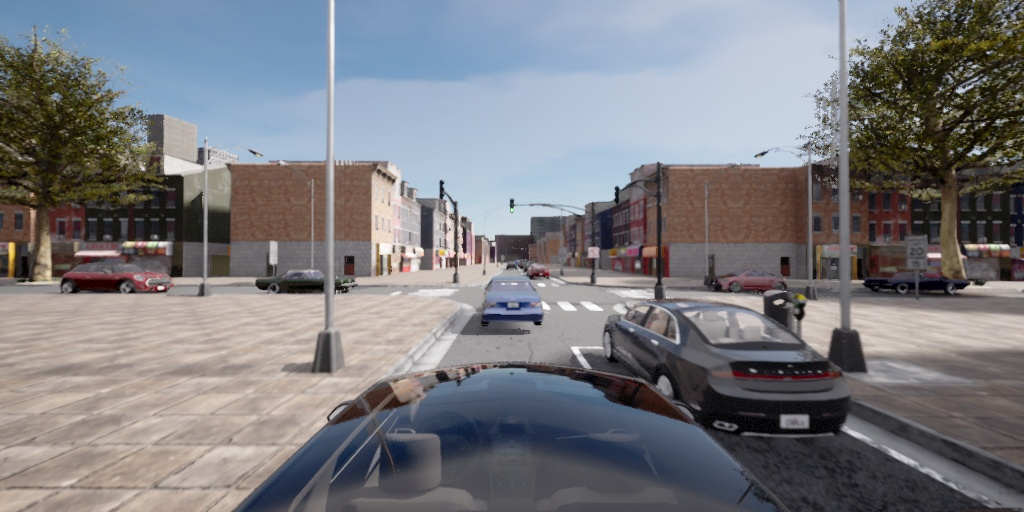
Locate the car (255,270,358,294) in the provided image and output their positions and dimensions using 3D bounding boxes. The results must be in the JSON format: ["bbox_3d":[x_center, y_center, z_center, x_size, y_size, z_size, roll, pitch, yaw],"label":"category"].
[{"bbox_3d":[-10.980,1.416,19.453,4.718,1.301,1.895,0,-1,0],"label":"car"}]

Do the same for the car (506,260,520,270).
[{"bbox_3d":[-0.054,1.709,63.859,1.837,1.490,4.892,0,-1,0],"label":"car"}]

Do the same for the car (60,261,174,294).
[{"bbox_3d":[-21.314,1.150,19.510,4.553,1.767,2.097,0,-1,0],"label":"car"}]

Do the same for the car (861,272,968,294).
[{"bbox_3d":[24.793,1.639,22.222,4.718,1.301,1.895,0,-1,0],"label":"car"}]

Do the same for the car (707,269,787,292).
[{"bbox_3d":[14.529,1.528,22.278,4.181,1.385,1.994,0,-1,0],"label":"car"}]

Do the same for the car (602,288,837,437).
[{"bbox_3d":[2.635,1.322,5.525,2.007,1.370,4.403,0,0,0],"label":"car"}]

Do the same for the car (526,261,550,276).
[{"bbox_3d":[2.609,1.505,34.555,1.888,1.381,4.507,0,0,0],"label":"car"}]

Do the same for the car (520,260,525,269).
[{"bbox_3d":[2.595,1.659,51.592,1.948,1.339,4.313,0,0,0],"label":"car"}]

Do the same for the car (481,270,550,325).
[{"bbox_3d":[-0.079,1.357,12.007,2.033,1.411,5.357,0,0,-2],"label":"car"}]

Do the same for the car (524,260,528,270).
[{"bbox_3d":[2.604,1.527,40.404,1.751,1.417,4.829,0,0,0],"label":"car"}]
